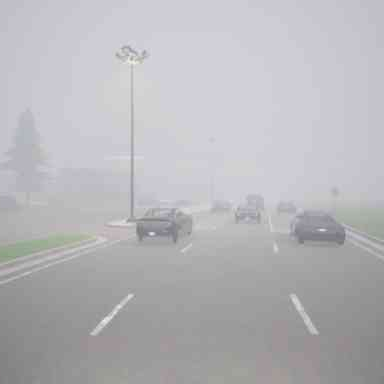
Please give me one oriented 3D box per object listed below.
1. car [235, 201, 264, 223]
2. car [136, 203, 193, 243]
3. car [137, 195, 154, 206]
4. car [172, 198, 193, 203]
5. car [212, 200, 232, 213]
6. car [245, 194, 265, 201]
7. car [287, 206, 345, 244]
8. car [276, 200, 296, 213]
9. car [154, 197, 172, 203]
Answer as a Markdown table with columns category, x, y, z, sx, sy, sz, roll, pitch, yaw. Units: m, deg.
| category | x | y | z | sx | sy | sz | roll | pitch | yaw |
| --- | --- | --- | --- | --- | --- | --- | --- | --- | --- |
| car | 4.482 | 1.624 | 26.177 | 1.895 | 1.301 | 4.718 | 0 | 0 | 12 |
| car | -1.187 | 1.506 | 16.256 | 2.128 | 1.511 | 4.902 | 0 | 0 | 11 |
| car | -7.771 | 1.399 | 56.949 | 2.097 | 1.767 | 4.553 | 0 | 0 | 13 |
| car | -1.314 | 1.648 | 53.809 | 1.895 | 1.301 | 4.718 | 0 | 0 | 13 |
| car | 3.424 | 1.580 | 37.629 | 2.033 | 1.411 | 5.357 | 0 | 0 | 12 |
| car | 7.866 | 1.254 | 41.494 | 2.150 | 2.045 | 5.566 | 0 | -1 | 12 |
| car | 5.902 | 1.578 | 15.987 | 1.994 | 1.385 | 4.181 | 0 | 0 | 11 |
| car | 10.444 | 1.596 | 36.948 | 1.994 | 1.385 | 4.181 | 0 | 0 | 12 |
| car | -4.423 | 1.575 | 55.891 | 1.812 | 1.442 | 4.674 | 0 | 0 | 13 |
